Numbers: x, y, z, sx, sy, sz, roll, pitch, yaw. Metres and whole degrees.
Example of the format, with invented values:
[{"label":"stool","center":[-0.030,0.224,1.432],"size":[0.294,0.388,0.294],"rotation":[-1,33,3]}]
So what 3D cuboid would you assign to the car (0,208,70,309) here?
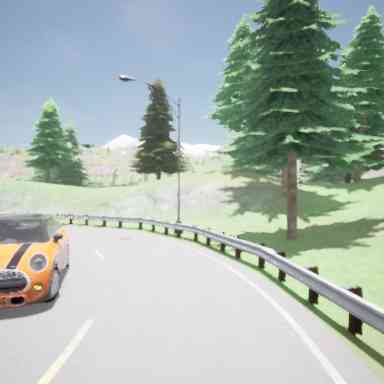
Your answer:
[{"label":"car","center":[-4.163,1.331,7.902],"size":[2.097,1.767,4.553],"rotation":[0,0,-15]}]
